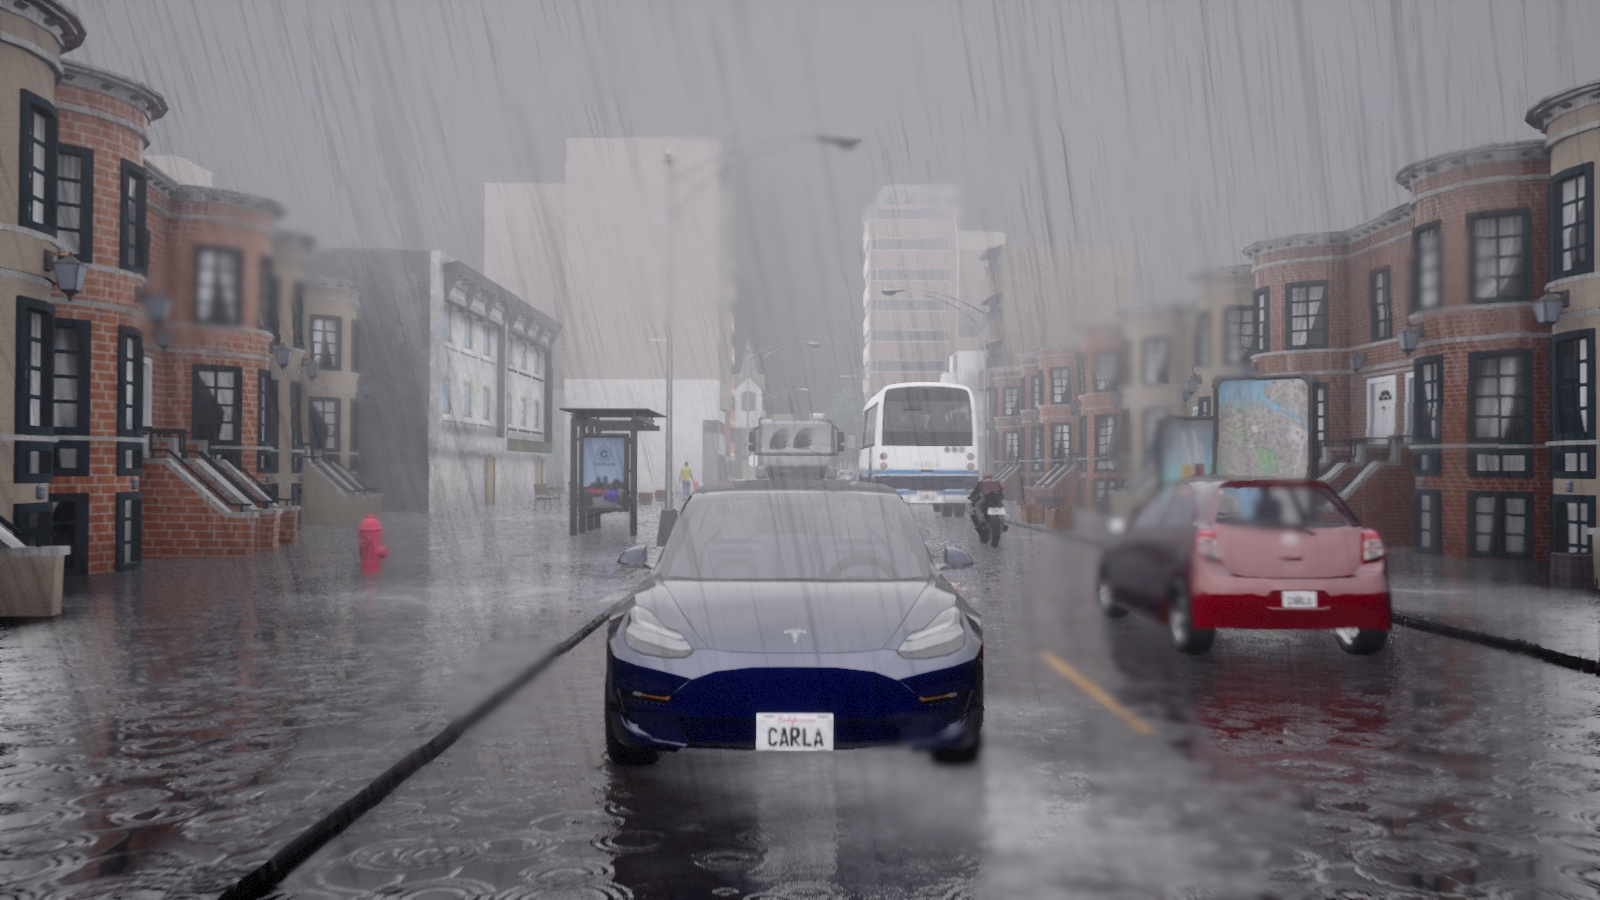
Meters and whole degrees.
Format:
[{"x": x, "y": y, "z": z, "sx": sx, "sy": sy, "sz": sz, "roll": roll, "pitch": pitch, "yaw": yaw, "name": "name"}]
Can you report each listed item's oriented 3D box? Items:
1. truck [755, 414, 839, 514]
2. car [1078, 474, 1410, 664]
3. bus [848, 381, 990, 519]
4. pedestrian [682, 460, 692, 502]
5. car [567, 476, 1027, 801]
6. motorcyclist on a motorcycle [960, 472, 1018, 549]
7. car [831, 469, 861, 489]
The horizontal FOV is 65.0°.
[{"x": -0.127, "y": 0.544, "z": 47.324, "sx": 2.891, "sy": 3.462, "sz": 7.936, "roll": 0, "pitch": -1, "yaw": 0, "name": "truck"}, {"x": 3.969, "y": 0.990, "z": 11.917, "sx": 1.845, "sy": 1.501, "sz": 3.633, "roll": 0, "pitch": -1, "yaw": 0, "name": "car"}, {"x": 3.881, "y": 0.083, "z": 44.015, "sx": 3.944, "sy": 4.253, "sz": 10.273, "roll": 0, "pitch": -1, "yaw": 0, "name": "bus"}, {"x": -5.030, "y": 1.383, "z": 55.779, "sx": 0.354, "sy": 1.836, "sz": 0.706, "roll": 0, "pitch": -1, "yaw": 1, "name": "pedestrian"}, {"x": -0.022, "y": 0.937, "z": 8.309, "sx": 2.163, "sy": 1.488, "sz": 4.792, "roll": 0, "pitch": -1, "yaw": 0, "name": "car"}, {"x": 3.932, "y": 1.227, "z": 26.270, "sx": 0.866, "sy": 1.530, "sz": 2.191, "roll": 0, "pitch": -1, "yaw": 0, "name": "motorcyclist on a motorcycle"}, {"x": 3.521, "y": 2.231, "z": 97.357, "sx": 1.970, "sy": 1.475, "sz": 3.806, "roll": 0, "pitch": -1, "yaw": -3, "name": "car"}]
